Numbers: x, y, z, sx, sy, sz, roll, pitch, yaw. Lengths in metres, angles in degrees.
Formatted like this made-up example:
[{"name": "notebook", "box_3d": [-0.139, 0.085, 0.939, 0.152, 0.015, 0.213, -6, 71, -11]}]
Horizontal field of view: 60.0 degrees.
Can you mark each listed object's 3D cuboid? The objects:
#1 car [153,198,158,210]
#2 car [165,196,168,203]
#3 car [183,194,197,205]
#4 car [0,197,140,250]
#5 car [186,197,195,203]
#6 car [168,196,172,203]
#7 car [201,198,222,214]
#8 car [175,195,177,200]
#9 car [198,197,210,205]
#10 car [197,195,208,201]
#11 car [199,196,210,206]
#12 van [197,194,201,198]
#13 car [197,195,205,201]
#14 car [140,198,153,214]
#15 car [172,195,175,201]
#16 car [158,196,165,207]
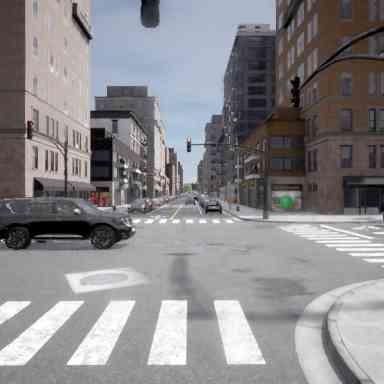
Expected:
[{"name": "car", "box_3d": [-5.768, 1.490, 41.654, 1.967, 1.590, 4.097, 0, 0, 0]}, {"name": "car", "box_3d": [-5.783, 1.634, 58.186, 2.008, 1.369, 4.403, 0, 0, 0]}, {"name": "car", "box_3d": [-0.299, 1.641, 62.265, 2.033, 1.411, 5.357, 0, 0, 0]}, {"name": "car", "box_3d": [-5.231, 1.235, 13.884, 5.566, 2.045, 2.150, -1, 0, 0]}, {"name": "car", "box_3d": [-0.398, 1.720, 73.628, 1.895, 1.301, 4.718, 0, 0, 0]}, {"name": "car", "box_3d": [-5.793, 1.552, 69.208, 1.967, 1.590, 4.097, 0, 0, 0]}, {"name": "car", "box_3d": [2.261, 1.606, 36.149, 1.947, 1.339, 4.313, 0, 0, 0]}, {"name": "car", "box_3d": [-5.811, 1.721, 91.251, 1.887, 1.381, 4.507, 0, 0, 0]}, {"name": "car", "box_3d": [2.237, 1.647, 63.704, 2.008, 1.369, 4.403, 0, 0, 0]}, {"name": "car", "box_3d": [2.247, 1.637, 52.682, 1.947, 1.339, 4.313, 0, 0, 0]}, {"name": "car", "box_3d": [2.252, 1.641, 47.172, 1.802, 1.307, 4.206, 0, 0, 0]}, {"name": "van", "box_3d": [2.242, 1.424, 58.193, 1.690, 1.788, 3.998, 0, 0, 0]}, {"name": "car", "box_3d": [2.218, 1.600, 85.747, 1.967, 1.590, 4.097, 0, 0, 0]}, {"name": "car", "box_3d": [-5.764, 1.480, 36.143, 1.967, 1.590, 4.097, 0, 0, 0]}, {"name": "car", "box_3d": [-5.802, 1.694, 80.229, 2.008, 1.369, 4.403, 0, 0, 0]}, {"name": "car", "box_3d": [-5.778, 1.653, 52.675, 1.802, 1.307, 4.206, 0, 0, 0]}]
